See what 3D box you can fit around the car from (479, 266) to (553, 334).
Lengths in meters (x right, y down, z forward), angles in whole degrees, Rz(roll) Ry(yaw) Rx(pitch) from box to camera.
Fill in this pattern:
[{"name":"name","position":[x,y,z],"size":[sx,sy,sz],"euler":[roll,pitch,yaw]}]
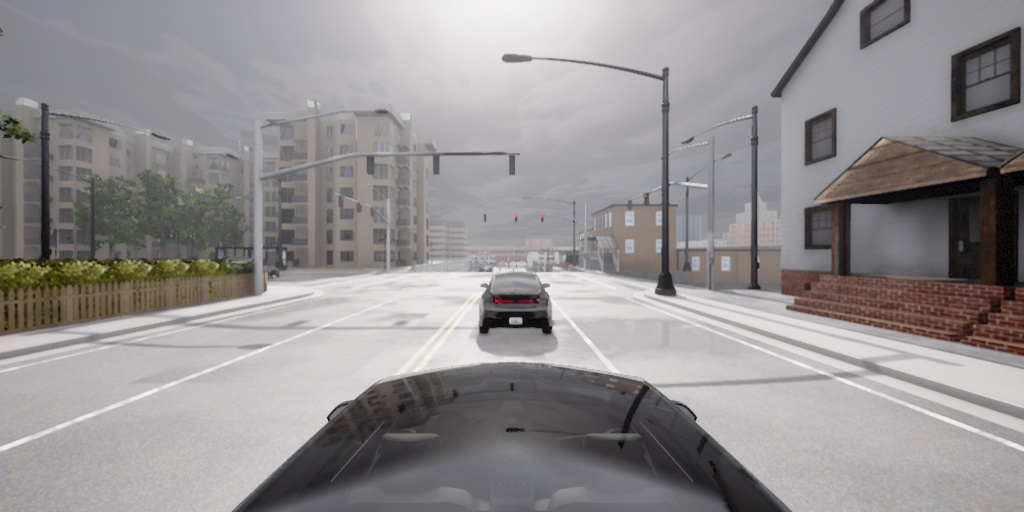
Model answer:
[{"name":"car","position":[0.097,1.219,10.547],"size":[1.837,1.490,4.892],"euler":[0,0,0]}]

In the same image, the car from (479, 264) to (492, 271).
[{"name":"car","position":[-3.577,1.943,50.837],"size":[2.128,1.511,4.902],"euler":[0,-8,0]}]

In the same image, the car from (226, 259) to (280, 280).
[{"name":"car","position":[-20.284,0.999,27.256],"size":[4.553,1.767,2.097],"euler":[0,0,1]}]
